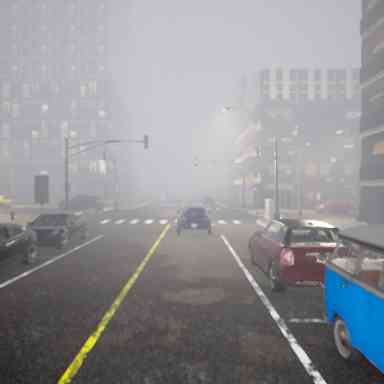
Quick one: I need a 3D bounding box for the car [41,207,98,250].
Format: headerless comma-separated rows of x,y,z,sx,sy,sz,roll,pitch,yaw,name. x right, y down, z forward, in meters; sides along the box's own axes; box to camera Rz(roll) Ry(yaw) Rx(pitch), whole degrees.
-5.691,1.515,14.048,1.947,1.339,4.313,0,0,0,car

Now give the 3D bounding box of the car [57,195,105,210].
-11.494,1.036,34.393,4.553,1.767,2.097,1,1,7,car

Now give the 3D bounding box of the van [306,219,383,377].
2.689,1.329,3.252,1.690,1.788,3.998,0,0,0,van

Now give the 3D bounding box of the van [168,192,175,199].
-5.691,1.031,91.930,1.690,1.788,3.998,0,0,0,van

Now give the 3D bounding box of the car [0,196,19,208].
-22.030,0.994,37.156,4.829,1.417,1.752,1,-1,-1,car

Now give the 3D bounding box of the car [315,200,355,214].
16.029,1.624,37.502,4.097,1.590,1.967,1,-1,-1,car

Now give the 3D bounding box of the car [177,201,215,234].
0.122,1.457,18.692,1.812,1.442,4.674,0,0,1,car

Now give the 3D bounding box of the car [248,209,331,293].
2.689,1.408,8.802,1.967,1.590,4.097,0,0,0,car

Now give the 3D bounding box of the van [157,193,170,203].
-5.692,1.120,63.659,1.690,1.788,3.998,0,0,0,van

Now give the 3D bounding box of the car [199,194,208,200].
2.690,1.276,80.623,2.008,1.369,4.403,0,0,0,car

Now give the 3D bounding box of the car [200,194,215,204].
2.690,1.378,53.693,1.947,1.339,4.313,0,0,0,car

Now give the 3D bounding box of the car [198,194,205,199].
2.690,1.234,91.930,1.887,1.381,4.507,0,0,0,car

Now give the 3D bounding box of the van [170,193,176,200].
-5.692,1.048,86.276,1.690,1.788,3.998,0,0,0,van

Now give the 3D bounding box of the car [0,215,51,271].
-5.691,1.534,8.802,1.947,1.339,4.313,0,0,0,car

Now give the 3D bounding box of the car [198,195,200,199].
2.689,1.324,63.660,1.887,1.381,4.507,0,0,0,car
